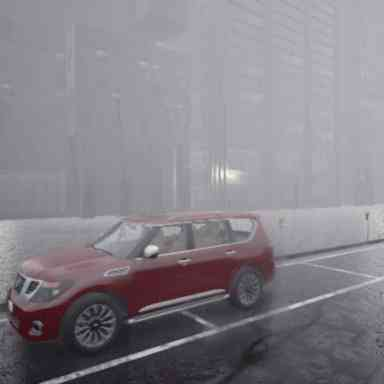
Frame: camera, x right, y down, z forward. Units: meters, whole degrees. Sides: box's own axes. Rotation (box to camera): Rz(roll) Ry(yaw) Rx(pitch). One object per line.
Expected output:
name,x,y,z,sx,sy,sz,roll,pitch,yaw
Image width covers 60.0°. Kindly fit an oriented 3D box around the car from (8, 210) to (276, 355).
car,-0.564,1.316,6.260,5.009,1.841,2.192,0,0,-36
